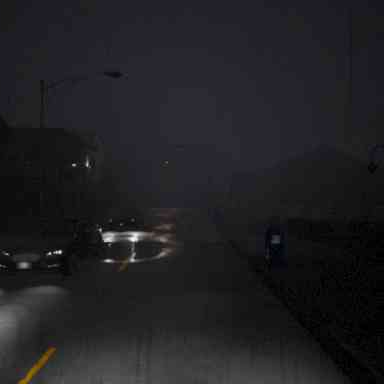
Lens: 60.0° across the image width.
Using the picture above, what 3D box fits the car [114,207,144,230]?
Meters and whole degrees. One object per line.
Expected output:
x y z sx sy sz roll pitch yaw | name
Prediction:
-4.433 1.767 22.982 1.812 1.442 4.674 0 -1 -1 | car

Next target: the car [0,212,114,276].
-4.250 1.608 10.794 2.128 1.511 4.902 0 -1 -1 | car
